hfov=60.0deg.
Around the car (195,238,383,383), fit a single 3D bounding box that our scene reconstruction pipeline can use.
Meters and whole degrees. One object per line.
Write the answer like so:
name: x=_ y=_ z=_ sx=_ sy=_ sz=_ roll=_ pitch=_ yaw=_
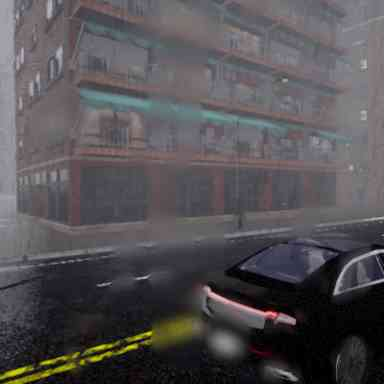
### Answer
car: x=2.332 y=1.474 z=5.157 sx=4.902 sy=1.511 sz=2.128 roll=0 pitch=0 yaw=-36
